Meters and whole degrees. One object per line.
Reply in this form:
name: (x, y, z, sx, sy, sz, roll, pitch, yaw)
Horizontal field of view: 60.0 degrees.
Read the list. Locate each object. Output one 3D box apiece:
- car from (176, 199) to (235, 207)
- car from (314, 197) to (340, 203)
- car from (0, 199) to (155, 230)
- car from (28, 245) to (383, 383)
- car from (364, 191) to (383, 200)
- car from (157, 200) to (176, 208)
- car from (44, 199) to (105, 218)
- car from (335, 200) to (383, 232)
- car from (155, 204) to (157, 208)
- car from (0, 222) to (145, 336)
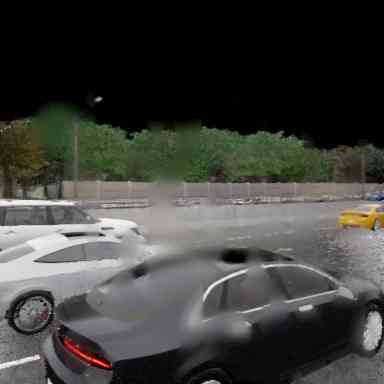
car: (1.443, 1.355, 26.477, 4.553, 1.767, 2.097, 0, 0, -35)
car: (21.730, 1.475, 53.533, 4.718, 1.301, 1.895, -1, 1, -34)
car: (-4.103, 1.221, 9.418, 5.566, 2.045, 2.150, 0, 0, -35)
car: (0.722, 1.507, 4.383, 4.892, 1.490, 1.837, 0, 0, -35)
car: (31.141, 0.950, 55.787, 5.566, 2.045, 2.150, -1, 1, -34)
car: (-0.232, 1.494, 29.580, 4.902, 1.511, 2.128, 0, 0, -35)
car: (-10.766, 1.490, 30.692, 4.902, 1.511, 2.128, 0, 0, -35)
car: (10.927, 1.483, 20.086, 5.008, 1.535, 1.882, 0, 0, -35)
car: (-2.251, 1.493, 32.439, 4.902, 1.511, 2.128, 0, 0, -35)
car: (-1.944, 1.526, 6.657, 4.674, 1.442, 1.812, 0, 0, -35)
